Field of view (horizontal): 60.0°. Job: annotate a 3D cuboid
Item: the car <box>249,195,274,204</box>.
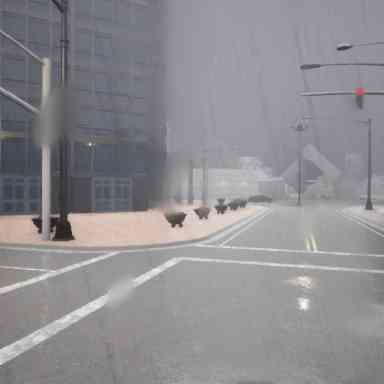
[{"bbox_3d":[12.652,1.316,60.887,1.837,1.490,4.892,-1,1,-43],"label":"car"}]
